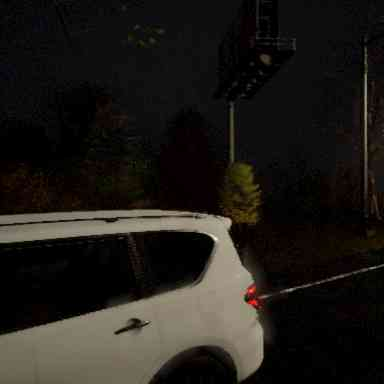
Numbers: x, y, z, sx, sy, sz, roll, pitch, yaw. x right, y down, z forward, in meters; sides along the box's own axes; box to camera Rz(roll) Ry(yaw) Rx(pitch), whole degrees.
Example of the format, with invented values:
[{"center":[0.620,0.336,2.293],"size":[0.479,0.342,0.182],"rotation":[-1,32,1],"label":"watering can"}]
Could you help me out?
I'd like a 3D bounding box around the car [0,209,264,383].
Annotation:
[{"center":[-1.860,1.222,2.665],"size":[5.566,2.045,2.150],"rotation":[0,0,-36],"label":"car"}]
